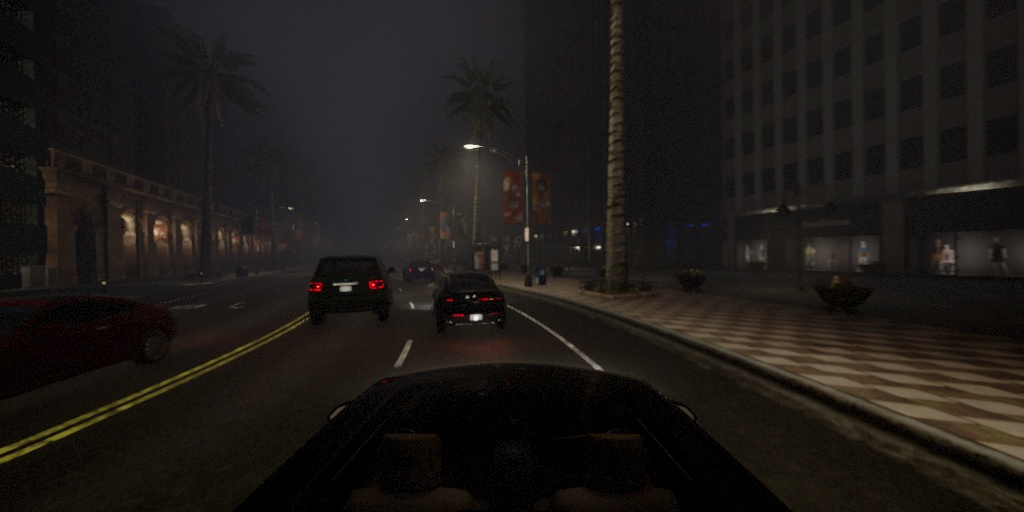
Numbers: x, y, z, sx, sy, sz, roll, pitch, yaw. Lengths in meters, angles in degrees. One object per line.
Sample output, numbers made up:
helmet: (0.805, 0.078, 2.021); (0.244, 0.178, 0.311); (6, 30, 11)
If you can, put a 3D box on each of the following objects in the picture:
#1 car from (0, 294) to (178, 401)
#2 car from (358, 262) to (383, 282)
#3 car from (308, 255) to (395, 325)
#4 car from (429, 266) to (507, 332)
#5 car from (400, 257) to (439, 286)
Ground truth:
car: (-7.568, 1.368, 5.521); (1.812, 1.442, 4.674); (-1, 0, -9)
car: (-12.171, 1.275, 31.002); (1.837, 1.490, 4.892); (-1, 0, -21)
car: (-5.335, 0.992, 12.404); (2.150, 2.045, 5.566); (-1, 0, -17)
car: (-1.455, 1.226, 10.984); (1.837, 1.490, 4.892); (0, 0, -14)
car: (-7.361, 1.066, 28.195); (2.097, 1.767, 4.553); (-1, 0, -21)
